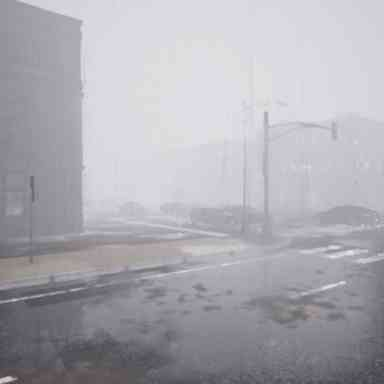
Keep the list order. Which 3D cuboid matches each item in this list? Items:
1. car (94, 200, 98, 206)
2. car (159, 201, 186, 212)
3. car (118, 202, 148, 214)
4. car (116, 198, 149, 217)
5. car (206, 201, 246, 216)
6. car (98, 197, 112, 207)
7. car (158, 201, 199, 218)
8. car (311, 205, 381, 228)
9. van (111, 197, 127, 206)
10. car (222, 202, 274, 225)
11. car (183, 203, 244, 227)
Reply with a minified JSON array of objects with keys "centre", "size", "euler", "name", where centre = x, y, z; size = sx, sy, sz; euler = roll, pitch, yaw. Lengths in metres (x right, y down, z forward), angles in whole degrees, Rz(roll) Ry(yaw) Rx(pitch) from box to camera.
[{"centre":[-18.788,2.216,68.506],"size":[1.887,1.381,4.507],"euler":[-1,0,-35],"name":"car"},{"centre":[-2.744,1.954,45.955],"size":[1.802,1.307,4.206],"euler":[-2,0,-35],"name":"car"},{"centre":[-7.638,2.037,42.869],"size":[1.895,1.301,4.718],"euler":[-1,0,-36],"name":"car"},{"centre":[-6.367,1.839,36.585],"size":[1.967,1.590,4.097],"euler":[-2,0,-35],"name":"car"},{"centre":[3.672,1.798,36.934],"size":[2.008,1.369,4.403],"euler":[-2,0,-35],"name":"car"},{"centre":[-15.585,1.928,63.996],"size":[2.192,1.841,5.009],"euler":[-1,0,-35],"name":"car"},{"centre":[-1.734,1.827,34.561],"size":[1.837,1.490,4.892],"euler":[-1,0,-36],"name":"car"},{"centre":[10.380,1.608,22.760],"size":[1.812,1.442,4.674],"euler":[0,-1,-30],"name":"car"},{"centre":[-12.376,1.895,59.486],"size":[1.690,1.788,3.998],"euler":[-2,0,-35],"name":"van"},{"centre":[3.947,1.757,26.573],"size":[2.033,1.411,5.357],"euler":[-1,0,-35],"name":"car"},{"centre":[1.581,1.807,25.207],"size":[1.947,1.339,4.313],"euler":[-2,0,-35],"name":"car"}]
